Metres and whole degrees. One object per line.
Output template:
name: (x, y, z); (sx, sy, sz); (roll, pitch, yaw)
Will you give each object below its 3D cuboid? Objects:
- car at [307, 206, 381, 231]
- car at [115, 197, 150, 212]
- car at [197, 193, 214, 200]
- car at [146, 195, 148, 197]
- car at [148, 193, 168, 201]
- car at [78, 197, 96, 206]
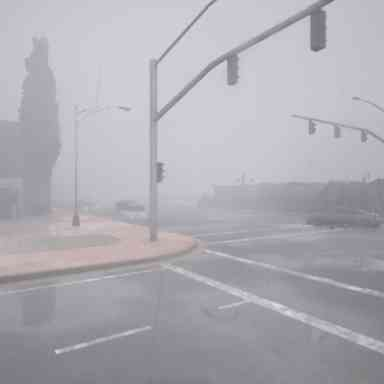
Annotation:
car: (9.428, 1.599, 20.845); (4.181, 1.385, 1.994); (0, 1, 35)
car: (-7.271, 1.536, 38.497); (2.033, 1.411, 5.357); (0, 0, -32)
car: (3.461, 1.131, 62.458); (3.866, 1.878, 1.905); (0, 0, -34)
car: (-9.108, 1.128, 81.142); (4.605, 1.855, 1.932); (0, 0, -34)
car: (-7.536, 1.131, 78.711); (3.866, 1.878, 1.905); (0, 0, -34)
car: (-17.060, 1.501, 54.042); (1.882, 1.535, 5.008); (0, 0, -33)
